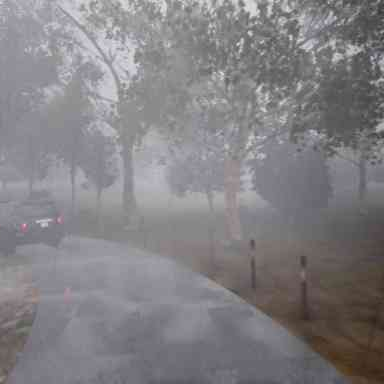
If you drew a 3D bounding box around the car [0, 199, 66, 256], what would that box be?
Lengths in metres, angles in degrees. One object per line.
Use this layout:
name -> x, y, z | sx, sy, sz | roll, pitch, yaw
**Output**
car -> -7.707, 1.349, 14.303 | 5.566, 2.045, 2.150 | 0, 3, 38
